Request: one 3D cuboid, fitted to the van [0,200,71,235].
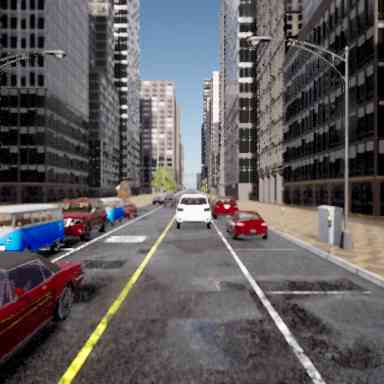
[{"bbox_3d":[-5.690,1.327,11.063,1.690,1.788,3.998,0,0,0],"label":"van"}]

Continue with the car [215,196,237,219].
[{"bbox_3d":[2.693,1.273,28.065,2.192,1.841,5.009,0,0,0],"label":"car"}]

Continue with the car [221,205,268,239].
[{"bbox_3d":[2.692,1.559,16.730,1.802,1.307,4.206,0,0,0],"label":"car"}]

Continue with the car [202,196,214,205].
[{"bbox_3d":[2.697,1.449,56.407,1.887,1.381,4.507,0,0,0],"label":"car"}]

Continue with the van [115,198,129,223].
[{"bbox_3d":[-5.688,1.309,22.399,1.690,1.788,3.998,0,0,0],"label":"van"}]

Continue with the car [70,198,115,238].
[{"bbox_3d":[-5.689,1.292,16.731,2.192,1.841,5.009,0,0,0],"label":"car"}]

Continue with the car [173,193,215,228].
[{"bbox_3d":[0.102,1.192,22.181,2.150,2.045,5.566,0,0,0],"label":"car"}]

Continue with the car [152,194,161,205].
[{"bbox_3d":[-5.683,1.470,56.409,1.947,1.339,4.313,0,0,0],"label":"car"}]

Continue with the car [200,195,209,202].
[{"bbox_3d":[2.700,1.446,73.414,1.802,1.307,4.206,0,0,0],"label":"car"}]

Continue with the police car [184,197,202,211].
[{"bbox_3d":[0.107,1.436,41.757,2.038,1.542,4.974,0,0,0],"label":"police car"}]

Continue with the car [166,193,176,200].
[{"bbox_3d":[-5.678,1.131,90.419,2.192,1.841,5.009,0,0,0],"label":"car"}]

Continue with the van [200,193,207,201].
[{"bbox_3d":[2.701,1.189,79.082,1.690,1.788,3.998,0,0,0],"label":"van"}]

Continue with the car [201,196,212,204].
[{"bbox_3d":[2.698,1.475,62.075,1.802,1.307,4.206,0,0,0],"label":"car"}]

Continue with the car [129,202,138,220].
[{"bbox_3d":[-5.687,1.503,28.068,1.887,1.381,4.507,0,0,0],"label":"car"}]

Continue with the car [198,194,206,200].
[{"bbox_3d":[2.703,1.361,90.419,1.887,1.381,4.507,0,0,0],"label":"car"}]

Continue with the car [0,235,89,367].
[{"bbox_3d":[-3.102,1.595,4.463,1.895,1.301,4.718,0,0,0],"label":"car"}]

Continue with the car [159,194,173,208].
[{"bbox_3d":[-3.080,1.426,46.541,1.837,1.490,4.892,0,0,0],"label":"car"}]
